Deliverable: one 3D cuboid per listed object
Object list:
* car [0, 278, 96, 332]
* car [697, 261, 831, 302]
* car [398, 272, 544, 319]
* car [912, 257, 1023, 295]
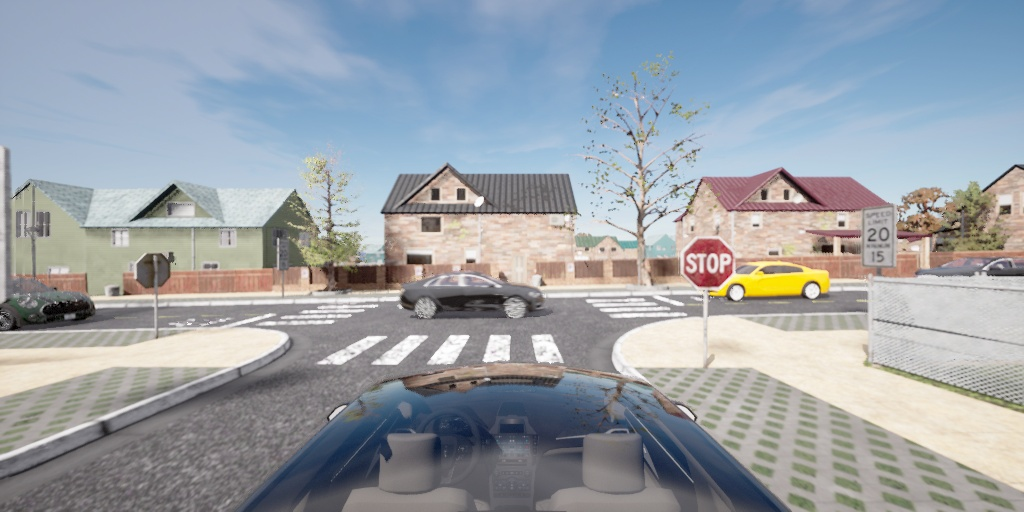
[{"bbox_3d":[-17.514,1.558,12.386,4.553,1.767,2.097,-1,0,0],"label":"car"},{"bbox_3d":[10.503,1.001,15.183,5.008,1.535,1.882,-1,0,-1],"label":"car"},{"bbox_3d":[-1.370,1.287,12.334,4.902,1.511,2.128,-1,0,0],"label":"car"},{"bbox_3d":[19.933,0.794,15.179,4.902,1.511,2.128,-1,0,0],"label":"car"}]
